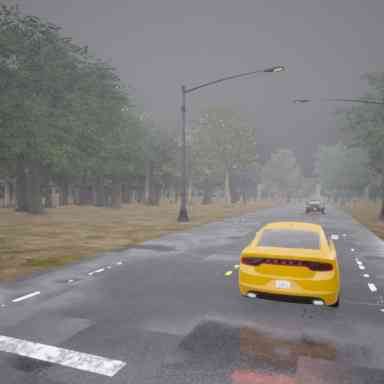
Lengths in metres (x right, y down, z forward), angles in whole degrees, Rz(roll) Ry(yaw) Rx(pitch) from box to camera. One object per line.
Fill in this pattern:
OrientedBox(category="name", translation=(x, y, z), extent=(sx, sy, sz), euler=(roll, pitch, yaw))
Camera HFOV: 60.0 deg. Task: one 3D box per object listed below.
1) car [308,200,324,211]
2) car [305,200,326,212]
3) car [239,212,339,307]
OrientedBox(category="car", translation=(17.068, 1.801, 45.709), extent=(2.033, 1.411, 5.357), euler=(0, -1, 21))
OrientedBox(category="car", translation=(13.523, 1.622, 36.440), extent=(1.812, 1.442, 4.674), euler=(0, -1, 22))
OrientedBox(category="car", translation=(2.504, 1.472, 8.170), extent=(1.882, 1.535, 5.008), euler=(0, 0, 21))
